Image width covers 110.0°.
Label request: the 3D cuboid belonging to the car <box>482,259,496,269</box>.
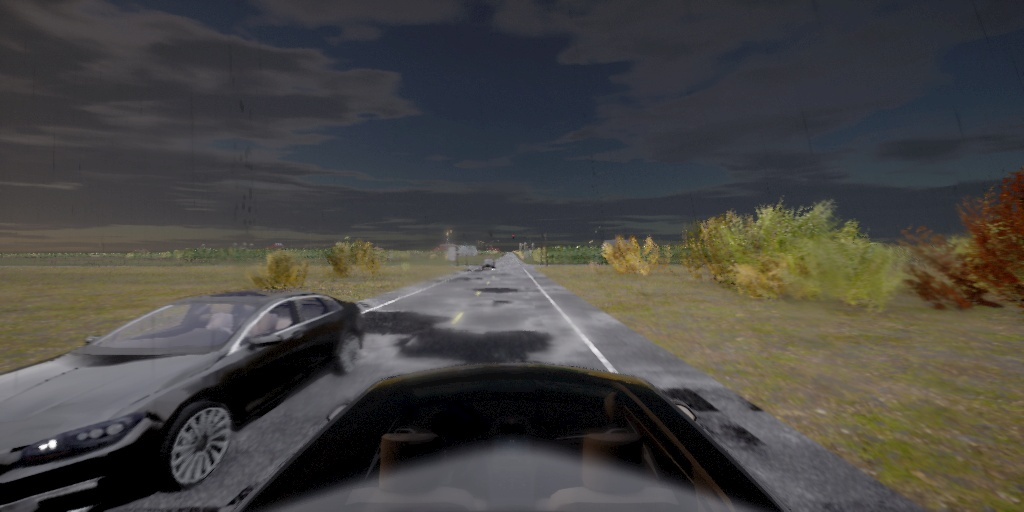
[{"bbox_3d":[-3.477,1.175,54.003,1.837,1.490,4.892,0,0,0],"label":"car"}]

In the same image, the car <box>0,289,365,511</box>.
[{"bbox_3d":[-3.597,1.241,4.612,2.128,1.511,4.902,0,0,0],"label":"car"}]
